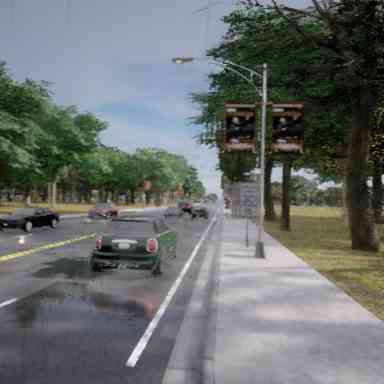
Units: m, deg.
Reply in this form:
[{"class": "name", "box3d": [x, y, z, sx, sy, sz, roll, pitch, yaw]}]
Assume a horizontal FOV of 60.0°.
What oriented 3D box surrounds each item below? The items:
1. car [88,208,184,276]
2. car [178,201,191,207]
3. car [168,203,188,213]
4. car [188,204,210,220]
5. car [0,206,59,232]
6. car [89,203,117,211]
[{"class": "car", "box3d": [-1.717, 1.595, 11.473, 2.097, 1.767, 4.553, 2, -1, 5]}, {"class": "car", "box3d": [-1.119, 2.489, 52.631, 2.150, 2.045, 5.566, 2, -1, 6]}, {"class": "car", "box3d": [-2.200, 2.494, 40.932, 2.033, 1.411, 5.357, 2, -1, 6]}, {"class": "car", "box3d": [1.016, 2.536, 40.446, 1.837, 1.490, 4.892, 2, -1, 6]}, {"class": "car", "box3d": [-10.684, 1.709, 21.984, 1.882, 1.535, 5.008, 2, -1, 5]}, {"class": "car", "box3d": [-9.371, 1.953, 35.508, 2.097, 1.767, 4.553, 2, -1, 6]}]
